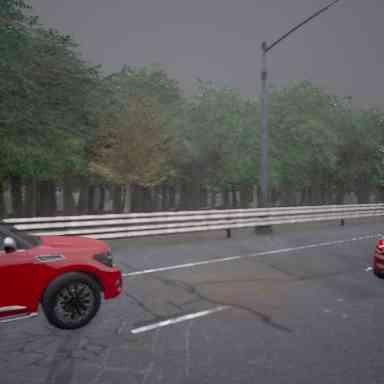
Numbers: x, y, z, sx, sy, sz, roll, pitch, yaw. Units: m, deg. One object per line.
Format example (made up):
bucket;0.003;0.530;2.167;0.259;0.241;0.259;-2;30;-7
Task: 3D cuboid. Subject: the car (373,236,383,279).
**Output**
car;6.634;1.333;8.458;4.553;1.767;2.097;0;2;-36

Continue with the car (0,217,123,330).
car;-3.940;1.221;5.235;5.566;2.045;2.150;0;0;-36
